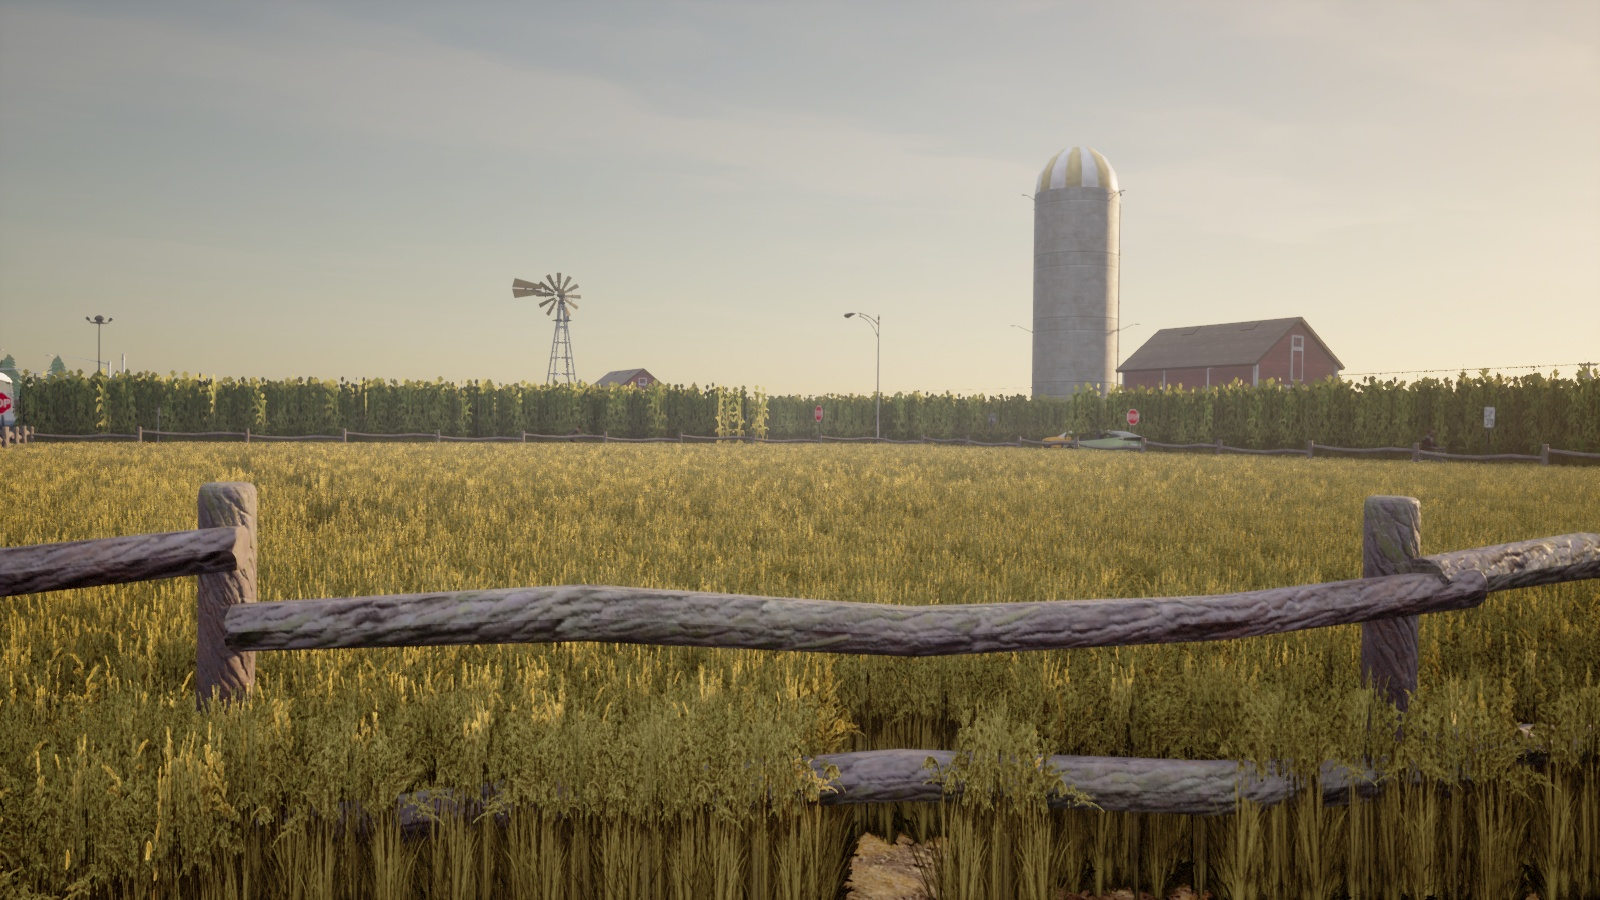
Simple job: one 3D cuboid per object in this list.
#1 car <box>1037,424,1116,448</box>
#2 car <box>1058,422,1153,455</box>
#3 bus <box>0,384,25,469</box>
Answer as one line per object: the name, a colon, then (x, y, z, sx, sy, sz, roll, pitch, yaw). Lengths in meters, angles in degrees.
car: (18.039, -0.948, 81.963, 5.008, 1.535, 1.882, -1, 1, -28)
car: (14.732, -0.567, 60.856, 2.007, 1.525, 4.514, -1, 1, -27)
bus: (-43.987, -1.195, 66.790, 3.944, 4.253, 10.273, -1, 1, -28)
